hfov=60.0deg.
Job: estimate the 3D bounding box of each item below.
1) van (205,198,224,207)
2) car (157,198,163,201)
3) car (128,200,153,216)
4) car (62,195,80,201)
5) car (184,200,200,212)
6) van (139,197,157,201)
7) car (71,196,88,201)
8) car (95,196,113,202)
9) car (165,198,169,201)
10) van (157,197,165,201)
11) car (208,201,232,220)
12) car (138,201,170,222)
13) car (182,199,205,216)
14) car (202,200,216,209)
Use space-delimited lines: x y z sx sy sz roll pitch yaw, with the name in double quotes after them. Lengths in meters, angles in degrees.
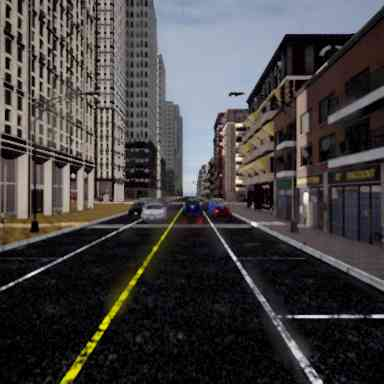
2.659 1.591 36.027 1.690 1.788 3.998 0 0 0 "van"
-5.731 1.882 47.315 2.008 1.369 4.403 0 0 0 "car"
-5.721 1.815 36.018 1.947 1.339 4.313 0 0 0 "car"
-32.439 1.626 89.024 4.206 1.307 1.802 1 -1 0 "car"
0.015 1.882 45.523 1.994 1.385 4.181 0 0 1 "car"
-5.727 1.631 41.668 1.690 1.788 3.998 0 0 0 "van"
-26.777 1.684 80.661 4.206 1.307 1.802 1 -1 0 "car"
-21.200 1.649 80.681 4.097 1.590 1.967 1 -1 0 "car"
-5.751 1.939 69.910 1.967 1.590 4.097 0 0 0 "car"
-5.736 1.714 52.965 1.690 1.788 3.998 0 0 0 "van"
2.664 1.791 30.377 1.802 1.307 4.206 0 0 0 "car"
-3.137 1.720 28.251 1.812 1.442 4.674 0 0 0 "car"
0.050 1.599 35.625 2.097 1.767 4.553 0 0 0 "car"
2.645 1.923 52.970 2.008 1.369 4.403 0 0 0 "car"
